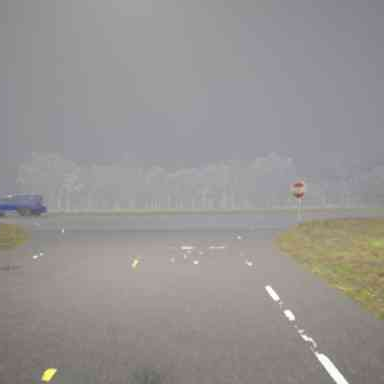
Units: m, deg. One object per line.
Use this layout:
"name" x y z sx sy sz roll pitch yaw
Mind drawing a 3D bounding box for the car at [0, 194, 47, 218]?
"car" -15.897 1.279 29.755 5.566 2.045 2.150 -1 -3 1
